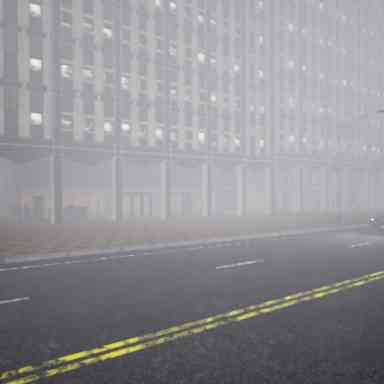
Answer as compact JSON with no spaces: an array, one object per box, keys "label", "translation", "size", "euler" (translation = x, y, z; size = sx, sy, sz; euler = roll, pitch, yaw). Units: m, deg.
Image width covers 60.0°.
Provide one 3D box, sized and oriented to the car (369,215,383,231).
[{"label":"car","translation":[13.255,1.788,21.112],"size":[4.718,1.301,1.895],"euler":[1,0,-35]}]
